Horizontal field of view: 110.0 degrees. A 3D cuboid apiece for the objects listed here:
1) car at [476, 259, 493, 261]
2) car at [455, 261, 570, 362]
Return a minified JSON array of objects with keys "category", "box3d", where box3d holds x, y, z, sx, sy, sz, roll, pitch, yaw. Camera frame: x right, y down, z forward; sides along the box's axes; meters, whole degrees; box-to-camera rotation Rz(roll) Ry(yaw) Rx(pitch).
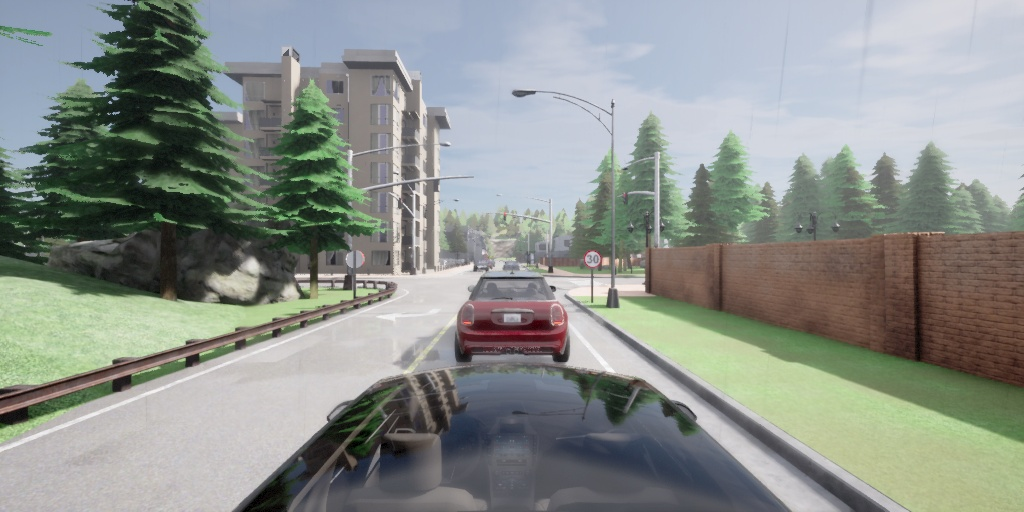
[{"category":"car","box3d":[-3.982,1.241,46.675,2.128,1.511,4.902,0,0,-1]},{"category":"car","box3d":[0.005,1.102,8.354,2.097,1.767,4.553,0,0,0]}]
